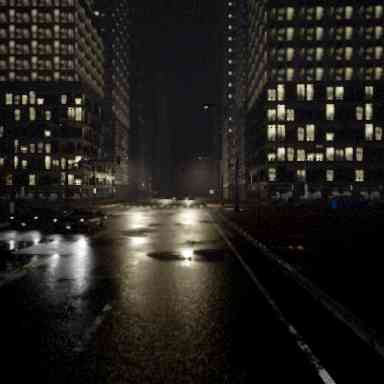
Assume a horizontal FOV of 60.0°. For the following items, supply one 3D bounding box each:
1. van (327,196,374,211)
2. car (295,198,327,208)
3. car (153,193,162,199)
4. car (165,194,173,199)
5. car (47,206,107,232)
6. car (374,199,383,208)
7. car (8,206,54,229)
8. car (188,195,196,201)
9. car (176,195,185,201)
[{"bbox_3d":[18.348,1.366,38.588,3.998,1.788,1.690,0,0,2],"label":"van"},{"bbox_3d":[17.076,1.544,46.760,4.829,1.417,1.752,0,0,2],"label":"car"},{"bbox_3d":[-9.773,1.118,93.537,2.097,1.767,4.553,0,0,0],"label":"car"},{"bbox_3d":[-6.523,1.316,93.507,1.994,1.385,4.181,0,0,0],"label":"car"},{"bbox_3d":[-6.591,1.589,19.939,1.895,1.301,4.718,0,0,0],"label":"car"},{"bbox_3d":[26.910,1.607,46.278,4.206,1.307,1.802,0,0,2],"label":"car"},{"bbox_3d":[-9.835,1.589,21.628,1.895,1.301,4.718,0,0,0],"label":"car"},{"bbox_3d":[-0.022,1.664,89.341,2.033,1.411,5.357,0,0,0],"label":"car"},{"bbox_3d":[-3.272,1.661,88.923,2.033,1.411,5.357,0,0,0],"label":"car"}]
